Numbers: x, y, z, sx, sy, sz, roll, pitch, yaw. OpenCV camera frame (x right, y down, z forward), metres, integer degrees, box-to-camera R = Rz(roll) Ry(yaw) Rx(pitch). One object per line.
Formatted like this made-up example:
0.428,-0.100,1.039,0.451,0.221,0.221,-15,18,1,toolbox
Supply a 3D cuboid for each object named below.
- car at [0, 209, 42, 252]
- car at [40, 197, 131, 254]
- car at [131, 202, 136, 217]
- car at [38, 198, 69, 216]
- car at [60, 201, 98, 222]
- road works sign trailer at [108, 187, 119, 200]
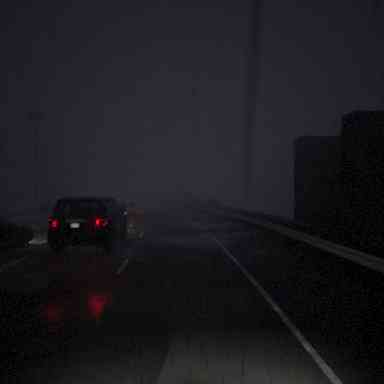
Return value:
-7.385,1.532,11.488,2.033,1.411,5.357,0,0,-4,car
-4.046,1.196,13.634,2.150,2.045,5.566,0,0,-4,car
-6.128,1.541,30.704,1.895,1.301,4.718,0,0,-9,car
-13.719,1.423,33.307,1.882,1.535,5.008,0,0,-10,car
-9.103,1.499,27.230,2.033,1.411,5.357,0,0,-9,car
-20.511,0.302,86.194,2.380,3.560,2.880,0,0,-28,road works sign trailer
